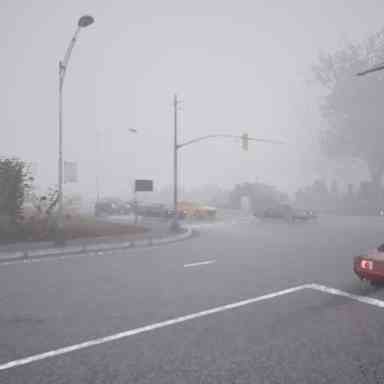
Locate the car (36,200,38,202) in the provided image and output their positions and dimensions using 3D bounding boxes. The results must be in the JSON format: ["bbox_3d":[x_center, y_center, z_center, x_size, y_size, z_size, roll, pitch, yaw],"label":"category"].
[{"bbox_3d":[-23.710,1.566,53.691,2.033,1.411,5.357,0,0,-38],"label":"car"}]

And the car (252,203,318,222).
[{"bbox_3d":[7.289,1.579,26.576,2.033,1.411,5.357,0,0,-35],"label":"car"}]

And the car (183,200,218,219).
[{"bbox_3d":[0.167,1.504,29.361,1.882,1.535,5.008,0,0,-39],"label":"car"}]

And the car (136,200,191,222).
[{"bbox_3d":[-2.462,1.622,27.042,1.895,1.301,4.718,0,0,-39],"label":"car"}]

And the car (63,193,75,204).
[{"bbox_3d":[-23.003,1.251,64.244,2.150,2.045,5.566,0,0,-38],"label":"car"}]

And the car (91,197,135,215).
[{"bbox_3d":[-8.166,1.372,34.150,2.097,1.767,4.553,0,0,-39],"label":"car"}]

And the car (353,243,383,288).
[{"bbox_3d":[5.980,1.615,8.013,4.718,1.301,1.895,0,0,-36],"label":"car"}]

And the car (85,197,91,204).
[{"bbox_3d":[-19.254,1.635,64.971,1.895,1.301,4.718,0,0,-38],"label":"car"}]

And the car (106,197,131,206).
[{"bbox_3d":[-12.535,1.582,56.693,2.033,1.411,5.357,0,0,-38],"label":"car"}]
